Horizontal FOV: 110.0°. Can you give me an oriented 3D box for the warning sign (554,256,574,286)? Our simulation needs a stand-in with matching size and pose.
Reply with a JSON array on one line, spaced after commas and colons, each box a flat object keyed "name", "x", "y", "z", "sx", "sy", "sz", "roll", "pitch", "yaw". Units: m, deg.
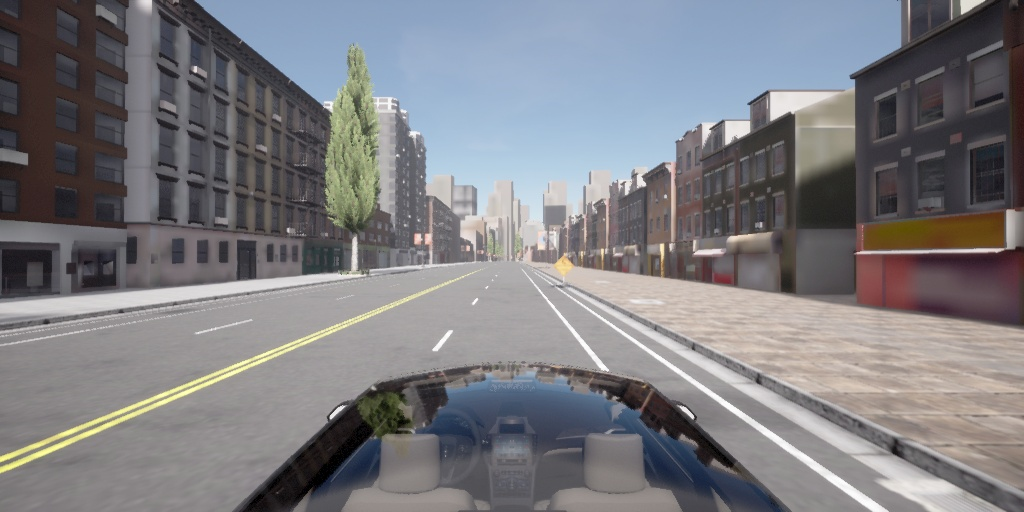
[{"name": "warning sign", "x": 3.225, "y": 0.899, "z": 22.290, "sx": 1.300, "sy": 1.860, "sz": 1.060, "roll": 0, "pitch": 0, "yaw": 0}]
